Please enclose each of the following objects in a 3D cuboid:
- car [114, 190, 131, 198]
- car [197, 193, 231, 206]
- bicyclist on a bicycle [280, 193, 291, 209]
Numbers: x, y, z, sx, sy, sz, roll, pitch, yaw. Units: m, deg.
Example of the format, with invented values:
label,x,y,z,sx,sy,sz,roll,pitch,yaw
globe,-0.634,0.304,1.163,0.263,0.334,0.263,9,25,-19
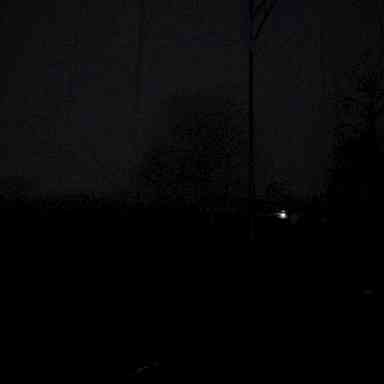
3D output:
label,x,y,z,sx,sy,sz,roll,pitch,yaw
car,-12.516,0.307,59.996,1.812,1.442,4.674,-1,2,-35
car,2.479,0.834,38.959,2.128,1.511,4.902,-1,2,-35
bicyclist on a bicycle,9.606,0.950,34.184,1.656,1.620,0.582,0,1,-35
